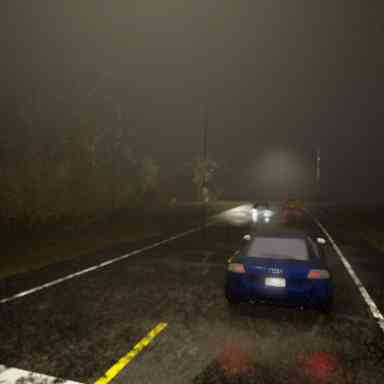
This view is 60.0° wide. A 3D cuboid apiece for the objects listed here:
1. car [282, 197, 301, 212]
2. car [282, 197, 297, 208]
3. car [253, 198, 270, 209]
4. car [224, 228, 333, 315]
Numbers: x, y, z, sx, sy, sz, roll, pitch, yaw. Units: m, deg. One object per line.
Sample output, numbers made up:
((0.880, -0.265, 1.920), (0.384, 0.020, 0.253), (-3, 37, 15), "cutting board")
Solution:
((11.231, 1.339, 37.593), (1.882, 1.535, 5.008), (0, 0, 16), "car")
((13.824, 1.442, 47.313), (1.895, 1.301, 4.718), (0, 0, 14), "car")
((8.883, 1.436, 42.374), (1.895, 1.301, 4.718), (0, 0, 15), "car")
((2.077, 1.532, 7.695), (1.994, 1.385, 4.181), (0, 0, 18), "car")
